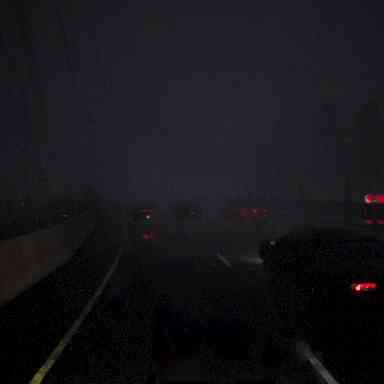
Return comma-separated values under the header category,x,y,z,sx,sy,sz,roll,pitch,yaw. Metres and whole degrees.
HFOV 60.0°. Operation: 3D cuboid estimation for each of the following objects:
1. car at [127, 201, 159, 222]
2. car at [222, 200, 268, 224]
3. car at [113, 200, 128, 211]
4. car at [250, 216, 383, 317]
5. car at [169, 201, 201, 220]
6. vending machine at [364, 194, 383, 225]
category,x,y,z,sx,sy,sz,roll,pitch,yaw
car,-3.782,1.520,26.183,1.837,1.490,4.892,0,0,-15
car,3.815,1.344,24.707,2.097,1.767,4.553,0,0,-13
car,-8.871,1.631,42.168,1.895,1.301,4.718,0,0,-19
car,3.135,1.540,7.761,2.033,1.411,5.357,0,0,-5
car,-0.672,1.483,28.098,1.882,1.535,5.008,0,0,-16
vending machine,12.467,1.163,22.613,1.100,2.100,0.880,0,0,-12
